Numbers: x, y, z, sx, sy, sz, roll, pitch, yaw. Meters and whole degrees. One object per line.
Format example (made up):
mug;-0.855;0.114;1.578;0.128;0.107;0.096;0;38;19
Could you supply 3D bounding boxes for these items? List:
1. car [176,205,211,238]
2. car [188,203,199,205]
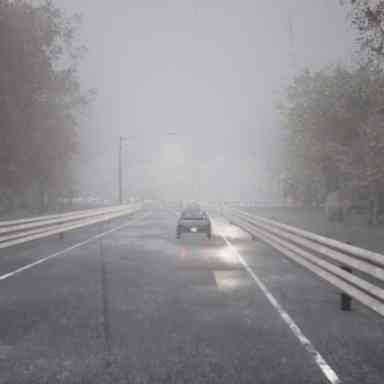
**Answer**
car;0.102;1.741;19.482;2.128;1.511;4.902;0;-1;0
car;0.198;2.056;40.308;2.033;1.411;5.357;0;0;2
